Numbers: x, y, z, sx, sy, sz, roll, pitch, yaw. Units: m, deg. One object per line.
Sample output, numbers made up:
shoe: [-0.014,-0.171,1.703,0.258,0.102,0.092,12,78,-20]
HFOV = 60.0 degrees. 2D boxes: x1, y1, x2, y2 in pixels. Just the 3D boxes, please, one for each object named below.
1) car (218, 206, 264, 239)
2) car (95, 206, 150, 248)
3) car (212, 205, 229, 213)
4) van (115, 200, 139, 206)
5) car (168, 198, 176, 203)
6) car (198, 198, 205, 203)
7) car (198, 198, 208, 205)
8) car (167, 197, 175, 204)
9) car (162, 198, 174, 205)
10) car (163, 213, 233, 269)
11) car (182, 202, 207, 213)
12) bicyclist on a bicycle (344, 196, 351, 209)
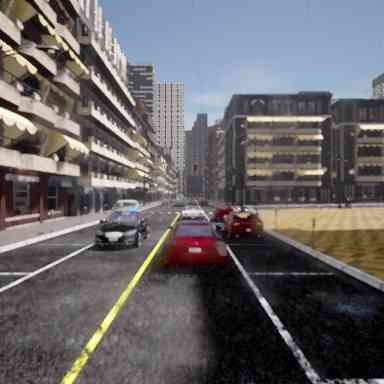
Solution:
car: [2.686,1.698,17.990,1.887,1.381,4.507,0,-1,0]
car: [-3.097,1.624,15.563,2.128,1.511,4.902,0,0,0]
car: [2.688,1.795,29.041,1.887,1.381,4.507,0,-1,0]
van: [-5.694,1.592,29.045,1.690,1.788,3.998,0,-1,0]
car: [-5.681,2.449,94.628,1.802,1.307,4.206,-1,-1,0]
car: [2.700,2.417,94.621,2.008,1.369,4.403,-1,-1,0]
car: [2.696,2.145,78.039,1.967,1.590,4.097,-1,-1,0]
car: [-5.683,2.253,89.101,1.967,1.590,4.097,-1,-1,0]
car: [-5.684,2.202,72.518,2.008,1.369,4.403,-1,-1,0]
car: [0.095,1.663,11.604,1.994,1.385,4.181,0,0,0]
car: [0.102,1.856,29.592,1.895,1.301,4.718,0,-1,0]
bicyclist on a bicycle: [20.252,1.396,43.363,0.582,1.620,1.656,-1,0,-1]
